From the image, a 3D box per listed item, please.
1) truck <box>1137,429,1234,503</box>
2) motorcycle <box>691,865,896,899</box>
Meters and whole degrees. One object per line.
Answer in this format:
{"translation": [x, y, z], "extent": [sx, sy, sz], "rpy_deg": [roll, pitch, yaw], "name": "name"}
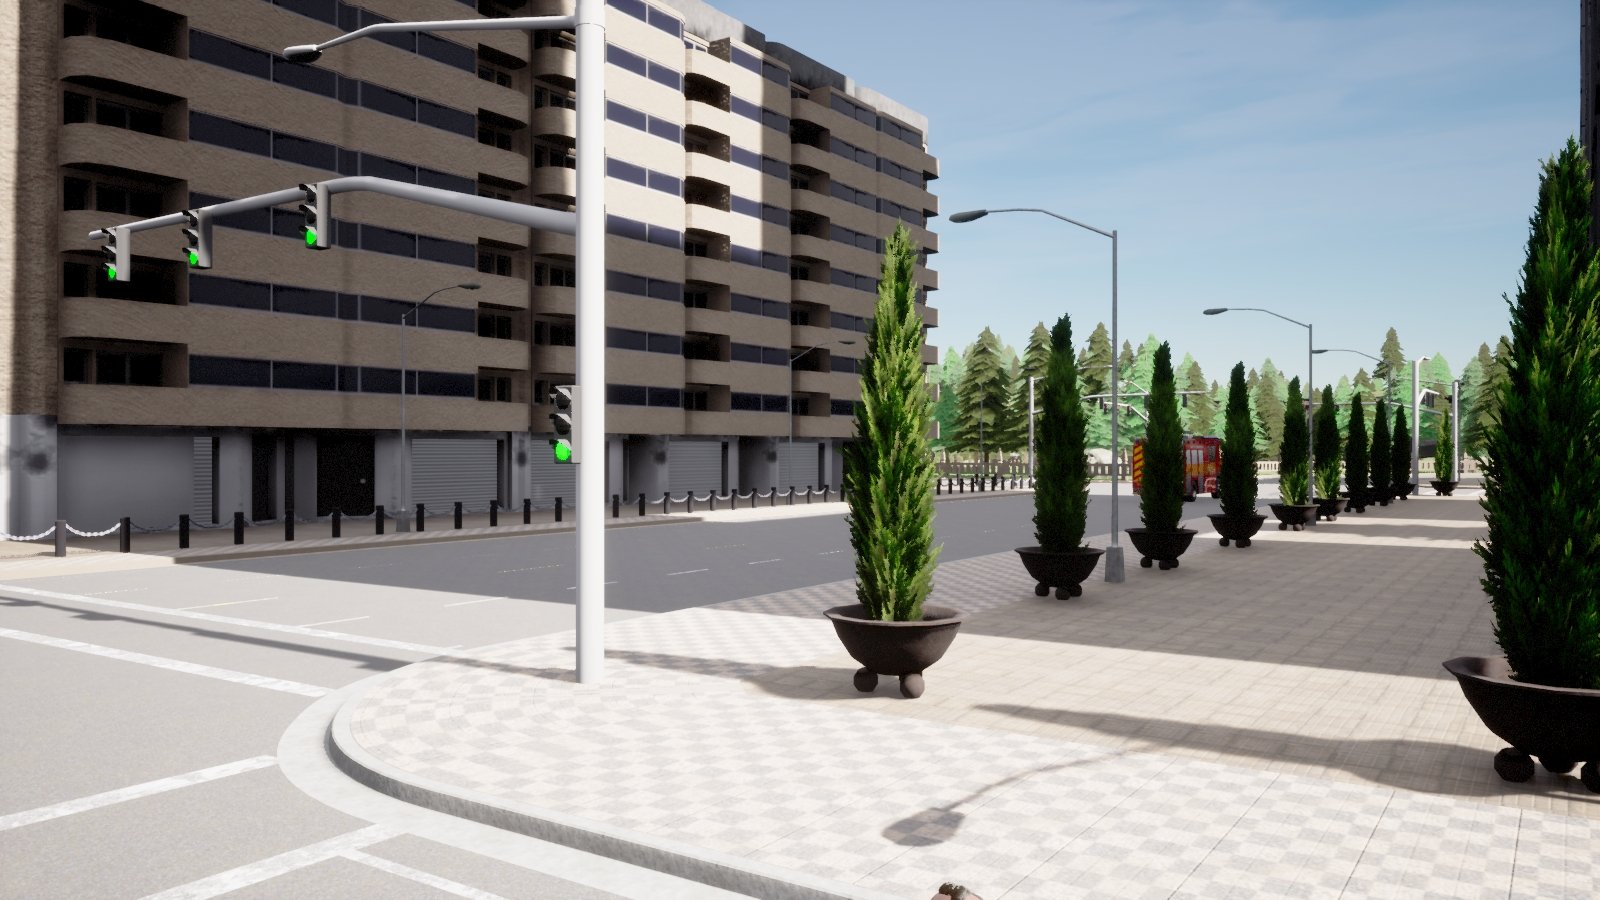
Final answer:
{"translation": [21.438, 0.835, 63.219], "extent": [2.891, 3.827, 8.468], "rpy_deg": [0, 0, 34], "name": "truck"}
{"translation": [0.516, 2.205, 3.364], "extent": [2.209, 1.251, 0.867], "rpy_deg": [0, 0, 34], "name": "motorcycle"}
